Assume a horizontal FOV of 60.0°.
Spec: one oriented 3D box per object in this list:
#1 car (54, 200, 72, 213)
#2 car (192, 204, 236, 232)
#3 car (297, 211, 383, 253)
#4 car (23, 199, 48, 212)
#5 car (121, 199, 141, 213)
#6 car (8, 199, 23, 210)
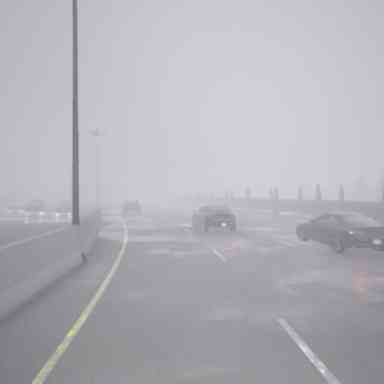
[{"bbox_3d":[-14.770,1.641,38.957,1.812,1.442,4.674,0,0,-16],"label":"car"},{"bbox_3d":[1.251,1.524,20.395,1.837,1.490,4.892,0,0,-12],"label":"car"},{"bbox_3d":[5.972,1.515,13.530,1.812,1.442,4.674,0,0,-7],"label":"car"},{"bbox_3d":[-18.943,1.640,40.780,1.837,1.490,4.892,0,0,-16],"label":"car"},{"bbox_3d":[-6.940,1.569,37.723,2.128,1.511,4.902,0,0,-16],"label":"car"},{"bbox_3d":[-24.189,1.693,46.323,1.812,1.442,4.674,0,0,-16],"label":"car"}]
